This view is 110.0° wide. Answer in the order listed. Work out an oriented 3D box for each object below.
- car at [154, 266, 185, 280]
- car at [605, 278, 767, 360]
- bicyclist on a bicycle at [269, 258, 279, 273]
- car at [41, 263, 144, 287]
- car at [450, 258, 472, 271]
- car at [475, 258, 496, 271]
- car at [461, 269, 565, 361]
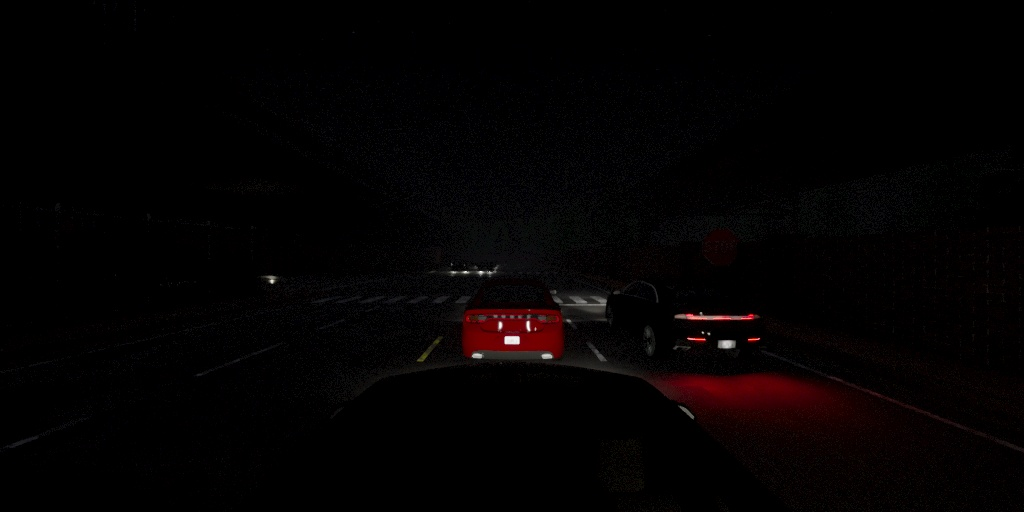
[{"bbox_3d":[-27.599,1.313,27.319,4.181,1.385,1.994,0,0,-1],"label":"car"},{"bbox_3d":[3.558,1.241,8.332,2.128,1.511,4.902,0,0,0],"label":"car"},{"bbox_3d":[-25.450,1.050,38.324,0.582,1.620,1.656,0,0,-1],"label":"bicyclist on a bicycle"},{"bbox_3d":[-27.971,1.241,23.816,4.902,1.511,2.128,0,0,-1],"label":"car"},{"bbox_3d":[-7.046,1.101,48.712,2.097,1.767,4.553,0,0,-1],"label":"car"},{"bbox_3d":[-3.546,1.312,48.786,1.994,1.385,4.181,0,0,-1],"label":"car"},{"bbox_3d":[0.059,1.227,8.336,1.882,1.535,5.008,0,0,1],"label":"car"}]
